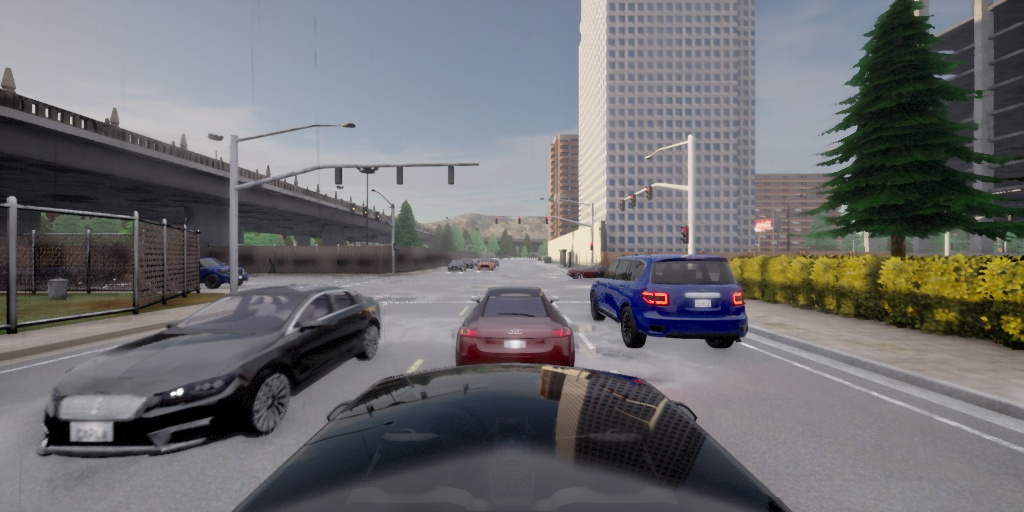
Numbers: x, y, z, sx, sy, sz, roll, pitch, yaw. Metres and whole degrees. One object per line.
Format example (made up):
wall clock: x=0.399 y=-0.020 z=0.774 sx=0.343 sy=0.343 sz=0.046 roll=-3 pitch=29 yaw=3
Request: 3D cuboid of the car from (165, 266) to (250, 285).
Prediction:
car: x=-22.574 y=1.406 z=26.684 sx=4.718 sy=1.301 sz=1.895 roll=0 pitch=0 yaw=0

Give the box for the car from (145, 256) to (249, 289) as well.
car: x=-20.320 y=1.028 z=23.188 sx=5.566 sy=2.045 sz=2.150 roll=0 pitch=0 yaw=0

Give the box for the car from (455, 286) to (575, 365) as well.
car: x=0.064 y=1.314 z=7.465 sx=1.994 sy=1.385 sz=4.181 roll=0 pitch=0 yaw=0

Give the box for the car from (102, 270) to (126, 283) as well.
car: x=-32.195 y=1.353 z=26.664 sx=5.357 sy=1.411 sz=2.033 roll=0 pitch=0 yaw=0

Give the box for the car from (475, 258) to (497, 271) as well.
car: x=-3.581 y=1.102 z=49.836 sx=2.097 sy=1.767 sz=4.553 roll=0 pitch=0 yaw=0

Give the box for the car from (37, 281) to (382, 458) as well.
car: x=-3.597 y=1.241 z=5.521 sx=2.128 sy=1.511 sz=4.902 roll=0 pitch=0 yaw=0

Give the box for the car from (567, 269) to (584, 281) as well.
car: x=7.051 y=1.393 z=30.445 sx=4.718 sy=1.301 sz=1.895 roll=0 pitch=0 yaw=0

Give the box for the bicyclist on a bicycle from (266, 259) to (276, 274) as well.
bicyclist on a bicycle: x=-25.293 y=1.106 z=37.661 sx=0.582 sy=1.620 sz=1.656 roll=0 pitch=0 yaw=0

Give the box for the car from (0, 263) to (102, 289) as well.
car: x=-30.541 y=1.353 z=23.168 sx=5.357 sy=1.411 sz=2.033 roll=0 pitch=0 yaw=0

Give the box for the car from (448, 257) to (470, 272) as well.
car: x=-7.088 y=1.254 z=46.694 sx=1.837 sy=1.490 sz=4.892 roll=0 pitch=0 yaw=0

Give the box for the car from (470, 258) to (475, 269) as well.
car: x=-7.083 y=1.102 z=55.578 sx=2.097 sy=1.767 sz=4.553 roll=0 pitch=0 yaw=0

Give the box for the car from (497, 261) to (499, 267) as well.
car: x=-3.576 y=1.241 z=58.908 sx=2.128 sy=1.511 sz=4.902 roll=0 pitch=0 yaw=0

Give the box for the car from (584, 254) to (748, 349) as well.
car: x=3.570 y=0.971 z=9.331 sx=2.150 sy=2.045 sz=5.566 roll=0 pitch=0 yaw=1
